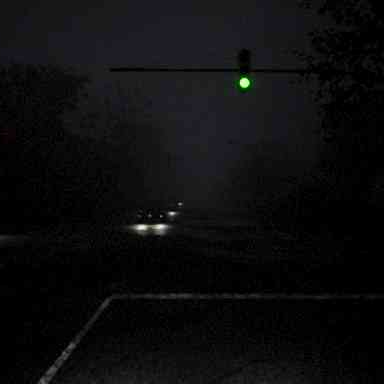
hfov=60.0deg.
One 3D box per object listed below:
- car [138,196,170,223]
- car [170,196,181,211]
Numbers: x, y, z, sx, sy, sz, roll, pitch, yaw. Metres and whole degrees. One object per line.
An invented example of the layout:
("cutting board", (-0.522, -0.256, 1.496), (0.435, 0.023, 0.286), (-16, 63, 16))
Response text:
("car", (-3.489, 1.633, 30.335), (2.150, 2.045, 5.566), (0, -1, 0))
("car", (-3.374, 1.631, 47.975), (2.150, 2.045, 5.566), (0, 2, 5))
